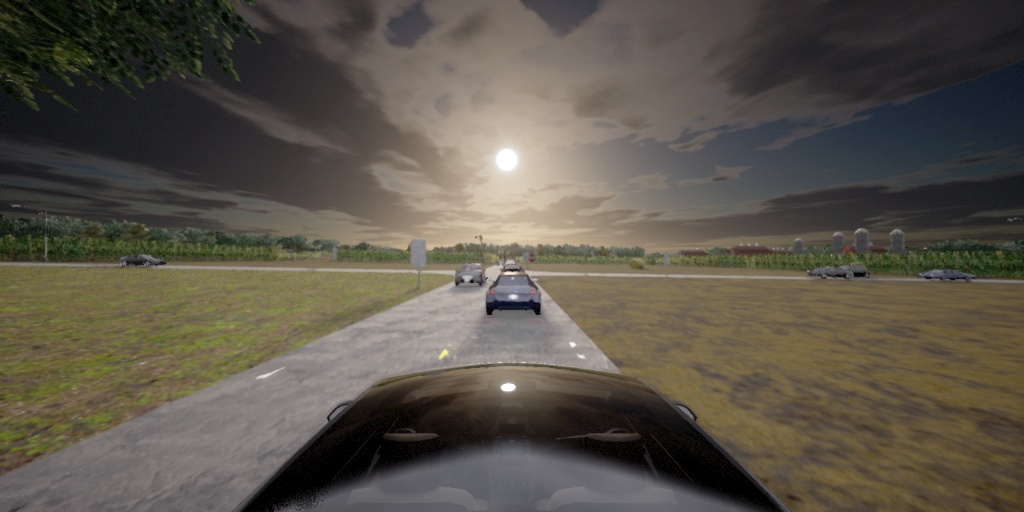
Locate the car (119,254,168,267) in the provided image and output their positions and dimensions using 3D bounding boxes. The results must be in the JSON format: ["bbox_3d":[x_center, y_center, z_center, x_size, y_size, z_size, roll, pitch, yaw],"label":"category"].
[{"bbox_3d":[-45.496,0.574,44.297,4.892,1.490,1.837,1,0,1],"label":"car"}]

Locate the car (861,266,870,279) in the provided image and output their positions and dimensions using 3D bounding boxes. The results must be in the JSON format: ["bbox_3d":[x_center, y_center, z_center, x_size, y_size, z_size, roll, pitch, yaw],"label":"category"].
[{"bbox_3d":[43.978,2.000,47.090,4.553,1.767,2.097,1,0,1],"label":"car"}]

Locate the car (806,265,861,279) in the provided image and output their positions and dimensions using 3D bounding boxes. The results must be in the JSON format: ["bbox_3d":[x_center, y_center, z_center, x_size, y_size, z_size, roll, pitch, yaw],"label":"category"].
[{"bbox_3d":[39.273,2.062,44.308,4.902,1.511,2.128,1,0,0],"label":"car"}]

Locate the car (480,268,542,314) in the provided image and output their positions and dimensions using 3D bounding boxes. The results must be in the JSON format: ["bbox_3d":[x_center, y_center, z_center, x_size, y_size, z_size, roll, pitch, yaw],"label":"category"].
[{"bbox_3d":[0.066,1.318,13.789,1.994,1.385,4.181,0,0,1],"label":"car"}]

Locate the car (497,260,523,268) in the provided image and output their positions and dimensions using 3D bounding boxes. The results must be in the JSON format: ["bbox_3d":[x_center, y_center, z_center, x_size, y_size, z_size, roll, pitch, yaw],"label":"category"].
[{"bbox_3d":[0.052,1.293,27.053,1.837,1.490,4.892,0,0,0],"label":"car"}]

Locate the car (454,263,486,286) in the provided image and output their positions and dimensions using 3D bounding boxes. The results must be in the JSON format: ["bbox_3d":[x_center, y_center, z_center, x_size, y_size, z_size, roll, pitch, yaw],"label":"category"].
[{"bbox_3d":[-2.826,1.274,25.181,2.128,1.511,4.902,0,0,0],"label":"car"}]
